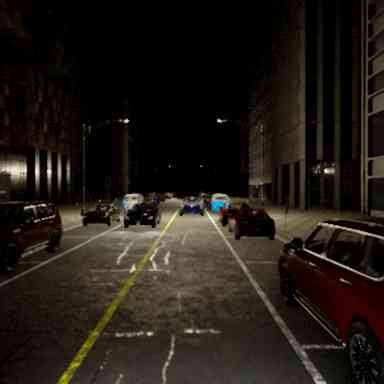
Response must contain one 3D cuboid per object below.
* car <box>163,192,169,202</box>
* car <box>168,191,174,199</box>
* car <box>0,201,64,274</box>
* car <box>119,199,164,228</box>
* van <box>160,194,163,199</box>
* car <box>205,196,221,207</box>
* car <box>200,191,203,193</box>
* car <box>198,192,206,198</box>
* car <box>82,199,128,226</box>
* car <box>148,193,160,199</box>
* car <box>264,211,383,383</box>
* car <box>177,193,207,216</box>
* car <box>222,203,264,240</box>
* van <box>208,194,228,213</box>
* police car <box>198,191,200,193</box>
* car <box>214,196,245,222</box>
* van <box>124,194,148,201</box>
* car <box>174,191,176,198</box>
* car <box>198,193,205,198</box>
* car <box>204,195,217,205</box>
[{"bbox_3d":[-5.794,1.096,60.798,1.752,1.417,4.829,0,0,0],"label":"car"},{"bbox_3d":[-5.803,1.033,77.796,1.947,1.339,4.313,0,0,0],"label":"car"},{"bbox_3d":[-5.767,1.238,10.483,2.192,1.841,5.009,0,0,0],"label":"car"},{"bbox_3d":[-3.011,1.412,20.913,1.812,1.442,4.674,0,0,0],"label":"car"},{"bbox_3d":[-5.788,0.985,49.749,1.690,1.788,3.998,0,0,0],"label":"van"},{"bbox_3d":[2.740,1.250,44.153,1.947,1.339,4.313,0,0,0],"label":"car"},{"bbox_3d":[2.722,1.018,77.806,2.008,1.369,4.403,0,0,0],"label":"car"},{"bbox_3d":[2.716,0.839,89.024,1.967,1.590,4.097,0,0,0],"label":"car"},{"bbox_3d":[-5.773,1.393,21.703,2.008,1.369,4.403,0,0,0],"label":"car"},{"bbox_3d":[-5.785,1.124,44.140,1.967,1.590,4.097,0,0,0],"label":"car"},{"bbox_3d":[2.761,1.279,4.888,2.192,1.841,5.009,0,0,0],"label":"car"},{"bbox_3d":[-0.010,1.197,29.686,2.097,1.767,4.553,0,0,0],"label":"car"},{"bbox_3d":[2.755,1.428,16.108,1.887,1.381,4.507,0,0,0],"label":"car"},{"bbox_3d":[2.746,1.105,32.933,1.690,1.788,3.998,0,0,0],"label":"van"},{"bbox_3d":[-0.029,1.044,59.838,1.930,1.638,5.238,0,0,0],"label":"police car"},{"bbox_3d":[2.752,1.283,21.716,1.967,1.590,4.097,0,0,0],"label":"car"},{"bbox_3d":[-5.779,1.104,32.920,1.690,1.788,3.998,0,0,0],"label":"van"},{"bbox_3d":[-5.806,0.873,83.405,1.967,1.590,4.097,0,0,0],"label":"car"},{"bbox_3d":[2.713,0.948,94.633,1.802,1.307,4.206,0,0,0],"label":"car"},{"bbox_3d":[2.737,1.168,49.932,1.752,1.417,4.829,0,0,0],"label":"car"}]
